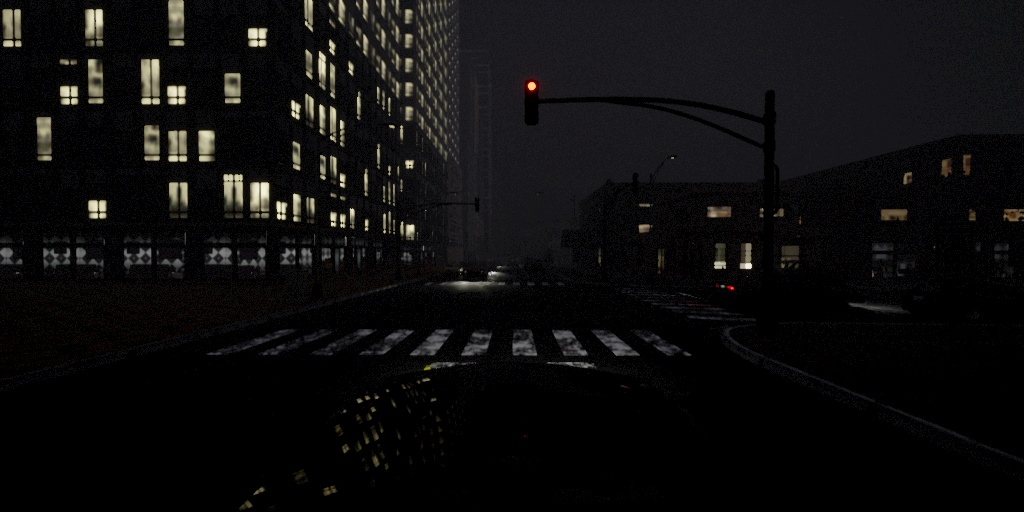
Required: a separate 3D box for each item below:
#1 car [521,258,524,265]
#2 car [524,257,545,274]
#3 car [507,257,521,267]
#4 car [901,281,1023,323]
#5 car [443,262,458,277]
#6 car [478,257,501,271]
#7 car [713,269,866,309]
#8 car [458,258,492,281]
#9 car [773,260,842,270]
[{"bbox_3d":[2.798,1.036,52.619,2.192,1.841,5.009,0,0,0],"label":"car"},{"bbox_3d":[2.774,1.167,41.331,1.967,1.591,4.097,0,0,0],"label":"car"},{"bbox_3d":[0.133,1.280,63.834,1.994,1.385,4.181,0,0,0],"label":"car"},{"bbox_3d":[16.434,1.545,12.641,4.313,1.339,1.948,0,0,1],"label":"car"},{"bbox_3d":[-5.757,1.256,35.590,1.751,1.417,4.829,0,0,0],"label":"car"},{"bbox_3d":[-2.992,1.216,47.260,2.128,1.511,4.902,0,0,0],"label":"car"},{"bbox_3d":[11.907,1.436,15.722,5.357,1.411,2.033,1,1,7],"label":"car"},{"bbox_3d":[-3.039,1.211,30.519,1.882,1.535,5.008,0,0,0],"label":"car"},{"bbox_3d":[16.558,1.160,21.019,5.009,1.841,2.192,0,0,1],"label":"car"}]
